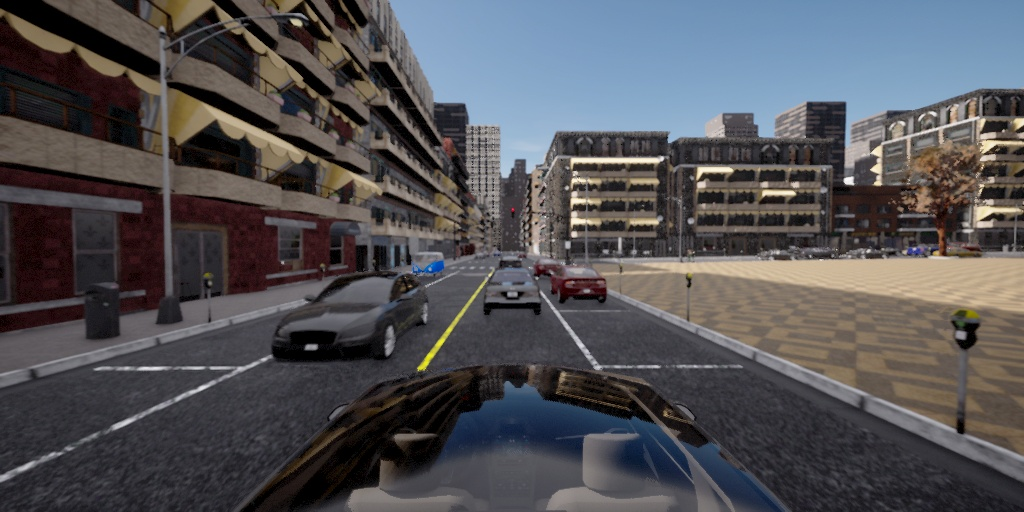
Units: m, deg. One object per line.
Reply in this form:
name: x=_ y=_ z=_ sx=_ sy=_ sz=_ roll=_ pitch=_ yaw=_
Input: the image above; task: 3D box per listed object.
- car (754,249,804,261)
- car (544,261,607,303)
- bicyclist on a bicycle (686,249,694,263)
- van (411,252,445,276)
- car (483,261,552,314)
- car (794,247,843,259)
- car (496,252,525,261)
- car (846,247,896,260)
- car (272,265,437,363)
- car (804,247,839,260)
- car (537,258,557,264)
car: x=32.107 y=-0.048 z=43.411 sx=4.403 sy=1.370 sz=2.007 roll=0 pitch=0 yaw=-1
car: x=2.574 y=1.030 z=14.662 sx=1.888 sy=1.381 sz=4.507 roll=0 pitch=0 yaw=-1
bicyclist on a bicycle: x=19.902 y=-0.012 z=40.161 sx=0.582 sy=1.620 sz=1.656 roll=-1 pitch=1 yaw=-1
van: x=-5.905 y=0.609 z=25.637 sx=1.690 sy=1.789 sz=3.998 roll=0 pitch=0 yaw=-1
car: x=0.000 y=1.075 z=12.617 sx=2.033 sy=1.411 sz=5.357 roll=0 pitch=1 yaw=0
car: x=42.151 y=-0.434 z=49.354 sx=4.902 sy=1.511 sz=2.128 roll=-1 pitch=2 yaw=-1
car: x=-0.158 y=0.645 z=30.583 sx=1.882 sy=1.535 sz=5.008 roll=0 pitch=1 yaw=-1
car: x=43.242 y=-0.230 z=43.664 sx=4.403 sy=1.370 sz=2.007 roll=0 pitch=0 yaw=-1
car: x=-3.156 y=1.126 z=8.027 sx=1.837 sy=1.490 sz=4.892 roll=0 pitch=1 yaw=-1
car: x=39.222 y=-0.299 z=46.241 sx=4.902 sy=1.511 sz=2.128 roll=-1 pitch=2 yaw=-1
car: x=2.475 y=0.809 z=25.711 sx=1.888 sy=1.381 sz=4.507 roll=0 pitch=0 yaw=-1
